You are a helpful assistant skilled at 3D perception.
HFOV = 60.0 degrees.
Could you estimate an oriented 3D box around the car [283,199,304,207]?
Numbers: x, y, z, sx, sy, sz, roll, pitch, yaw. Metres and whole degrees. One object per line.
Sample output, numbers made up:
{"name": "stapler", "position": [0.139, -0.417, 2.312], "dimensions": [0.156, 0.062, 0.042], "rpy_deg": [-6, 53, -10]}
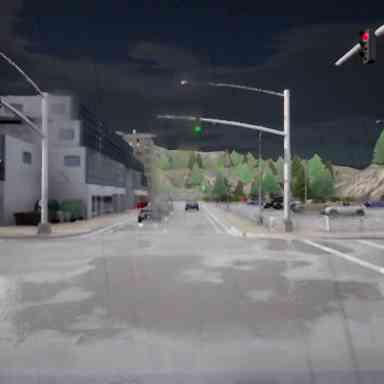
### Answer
{"name": "car", "position": [21.224, 2.311, 69.969], "dimensions": [3.806, 1.475, 1.970], "rpy_deg": [0, -1, 0]}

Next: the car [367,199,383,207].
{"name": "car", "position": [39.890, 2.253, 69.847], "dimensions": [5.027, 1.636, 2.152], "rpy_deg": [0, -1, 0]}

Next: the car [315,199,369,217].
{"name": "car", "position": [14.452, 1.668, 32.244], "dimensions": [3.806, 1.475, 1.970], "rpy_deg": [0, -1, 0]}

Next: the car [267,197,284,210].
{"name": "car", "position": [14.103, 1.763, 51.456], "dimensions": [3.866, 1.878, 1.905], "rpy_deg": [0, -1, 0]}

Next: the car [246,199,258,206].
{"name": "car", "position": [13.799, 2.340, 72.939], "dimensions": [3.633, 1.501, 1.845], "rpy_deg": [0, -1, 0]}

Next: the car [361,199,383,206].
{"name": "car", "position": [39.833, 2.303, 72.984], "dimensions": [4.514, 1.523, 2.007], "rpy_deg": [0, -1, 0]}

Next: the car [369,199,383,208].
{"name": "car", "position": [32.231, 2.089, 57.992], "dimensions": [3.633, 1.501, 1.845], "rpy_deg": [0, -1, 0]}

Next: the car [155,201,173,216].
{"name": "car", "position": [-3.639, 1.856, 38.428], "dimensions": [2.097, 1.767, 4.553], "rpy_deg": [0, -1, 0]}

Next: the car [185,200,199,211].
{"name": "car", "position": [0.040, 2.051, 53.384], "dimensions": [2.097, 1.767, 4.553], "rpy_deg": [0, -1, 0]}

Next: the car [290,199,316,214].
{"name": "car", "position": [14.120, 1.673, 38.661], "dimensions": [5.027, 1.636, 2.152], "rpy_deg": [0, -1, 0]}

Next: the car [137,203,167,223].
{"name": "car", "position": [-3.629, 1.955, 29.811], "dimensions": [1.994, 1.385, 4.181], "rpy_deg": [0, -1, 0]}

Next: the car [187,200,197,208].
{"name": "car", "position": [0.004, 2.430, 67.540], "dimensions": [2.033, 1.411, 5.357], "rpy_deg": [0, -1, 0]}

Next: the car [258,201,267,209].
{"name": "car", "position": [13.686, 1.822, 54.360], "dimensions": [4.605, 1.855, 1.932], "rpy_deg": [0, -1, 0]}
